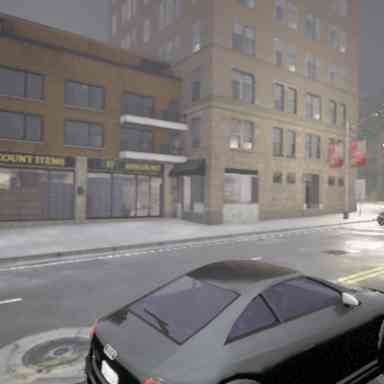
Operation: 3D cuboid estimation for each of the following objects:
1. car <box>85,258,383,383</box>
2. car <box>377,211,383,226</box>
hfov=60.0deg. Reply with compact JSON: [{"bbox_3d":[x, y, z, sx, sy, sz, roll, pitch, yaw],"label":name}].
[{"bbox_3d":[0.911,1.554,4.092,4.181,1.385,1.994,0,0,-36],"label":"car"},{"bbox_3d":[13.859,1.424,21.559,4.674,1.442,1.812,0,0,-35],"label":"car"}]
